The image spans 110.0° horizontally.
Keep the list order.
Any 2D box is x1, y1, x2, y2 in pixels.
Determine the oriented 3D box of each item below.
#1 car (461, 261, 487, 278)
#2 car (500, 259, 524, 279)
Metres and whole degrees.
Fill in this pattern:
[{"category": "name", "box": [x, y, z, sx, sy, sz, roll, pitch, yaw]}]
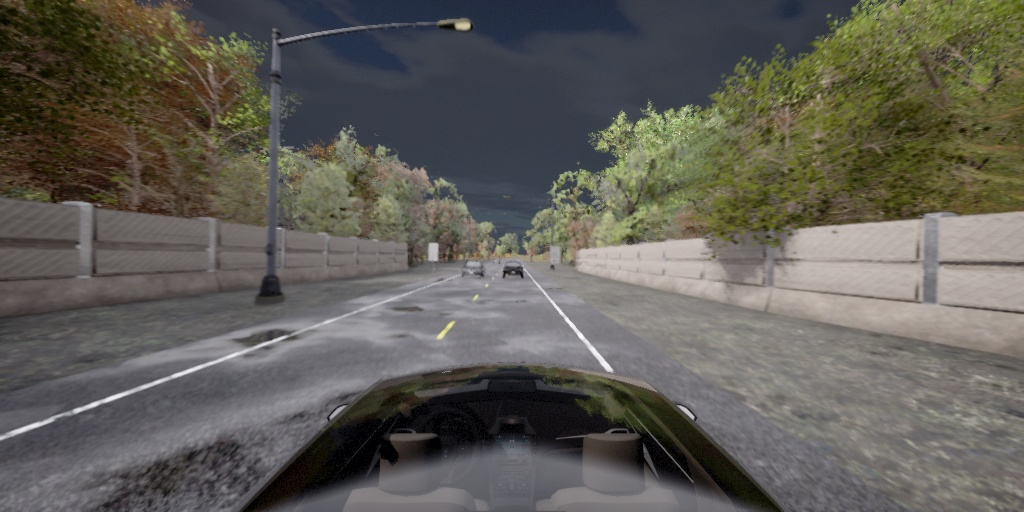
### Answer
[{"category": "car", "box": [-3.454, 1.173, 32.858, 1.812, 1.442, 4.674, 3, 0, 0]}, {"category": "car", "box": [0.115, 1.231, 33.372, 1.882, 1.535, 5.008, 1, 0, 0]}]
